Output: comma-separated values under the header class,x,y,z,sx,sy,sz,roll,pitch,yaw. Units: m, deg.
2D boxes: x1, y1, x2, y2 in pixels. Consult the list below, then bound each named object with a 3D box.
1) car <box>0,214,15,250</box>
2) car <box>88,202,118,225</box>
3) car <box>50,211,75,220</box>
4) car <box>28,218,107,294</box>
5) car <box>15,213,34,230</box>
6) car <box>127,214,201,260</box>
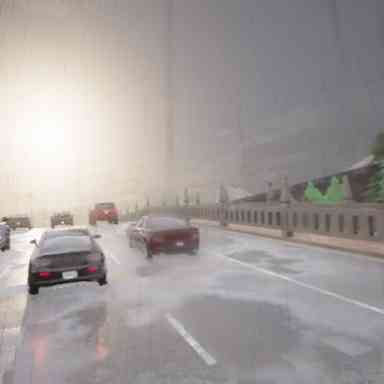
class,x,y,z,sx,sy,sz,roll,pitch,yaw
car,-8.969,1.696,13.624,2.150,2.045,5.566,-2,0,-22
car,-8.289,2.035,30.879,2.150,2.045,5.566,-2,-3,-22
car,-12.027,2.542,30.850,1.837,1.490,4.892,-2,-3,-22
car,-3.600,1.745,9.615,1.812,1.442,4.674,-2,0,-22
car,-15.728,2.739,30.697,1.882,1.535,5.008,-2,-4,-22
car,-1.320,1.626,13.342,1.882,1.535,5.008,-2,0,-22
